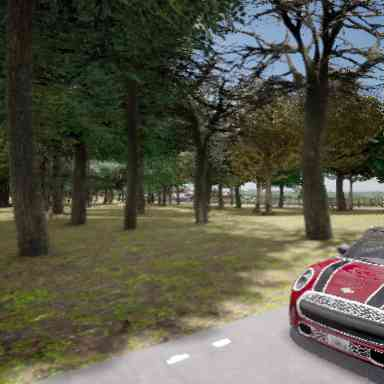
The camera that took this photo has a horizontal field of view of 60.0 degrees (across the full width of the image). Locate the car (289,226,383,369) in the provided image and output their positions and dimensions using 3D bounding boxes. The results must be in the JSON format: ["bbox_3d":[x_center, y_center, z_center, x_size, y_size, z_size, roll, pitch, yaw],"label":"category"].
[{"bbox_3d":[3.721,1.363,5.600,4.553,1.767,2.097,0,0,-35],"label":"car"}]
